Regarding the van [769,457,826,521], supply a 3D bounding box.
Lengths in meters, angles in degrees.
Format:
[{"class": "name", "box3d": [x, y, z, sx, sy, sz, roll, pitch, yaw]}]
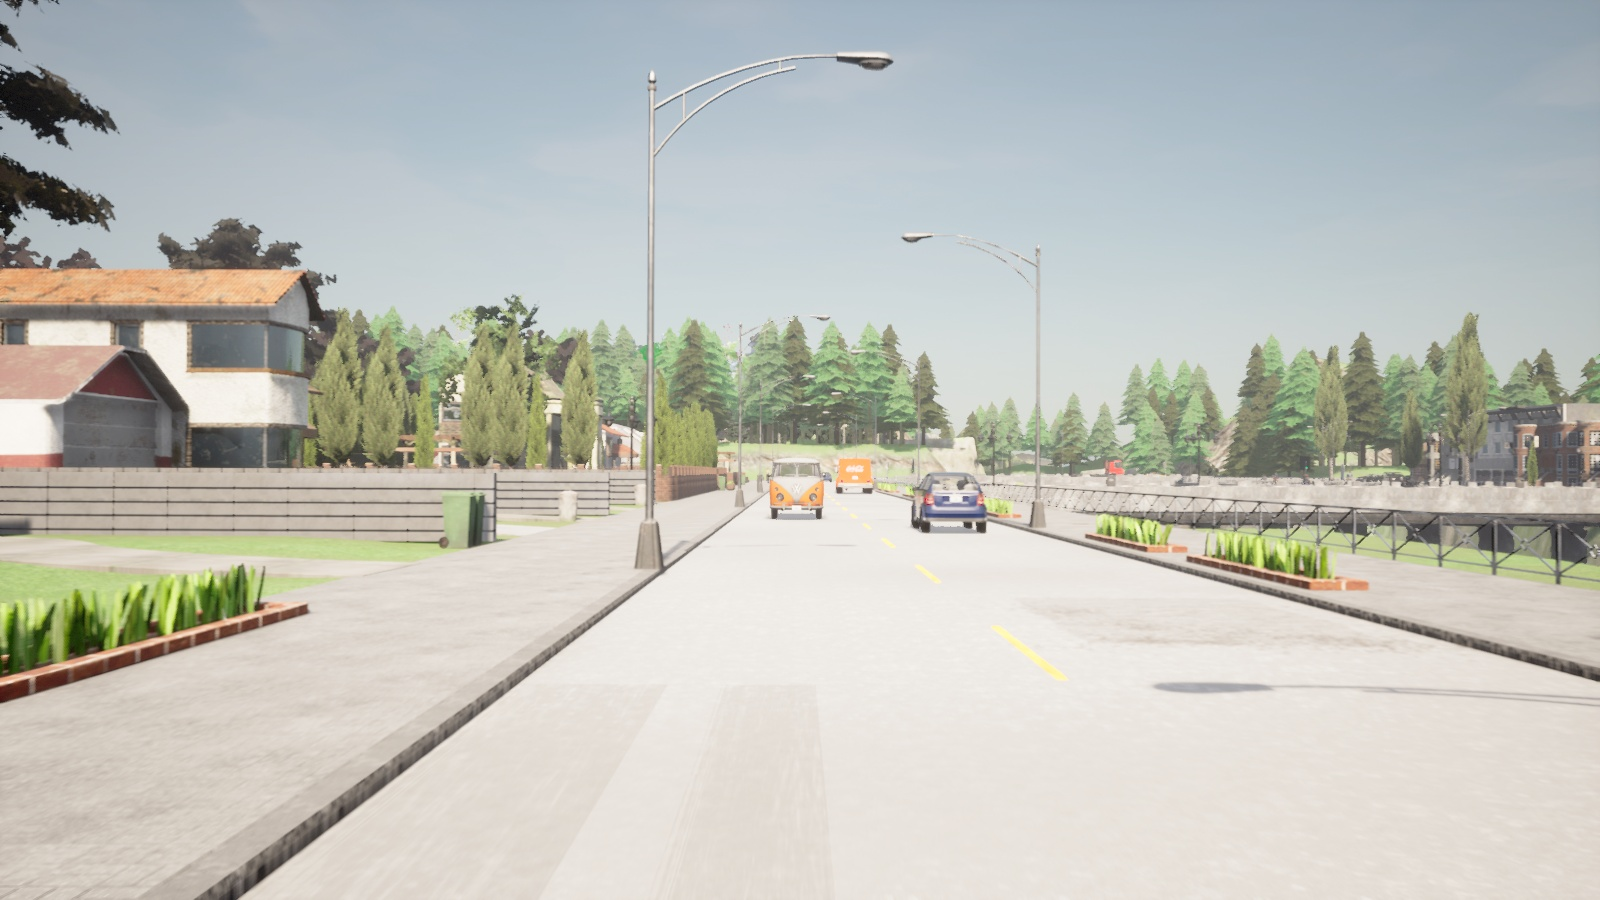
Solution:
[{"class": "van", "box3d": [-0.099, 1.263, 41.520, 1.775, 1.987, 4.442, 0, -1, 0]}]

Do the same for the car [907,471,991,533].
[{"class": "car", "box3d": [3.921, 1.339, 33.526, 1.789, 1.549, 3.705, 0, -1, 0]}]

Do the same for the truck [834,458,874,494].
[{"class": "truck", "box3d": [3.789, 1.802, 88.957, 2.627, 2.467, 5.204, 0, -1, 0]}]
